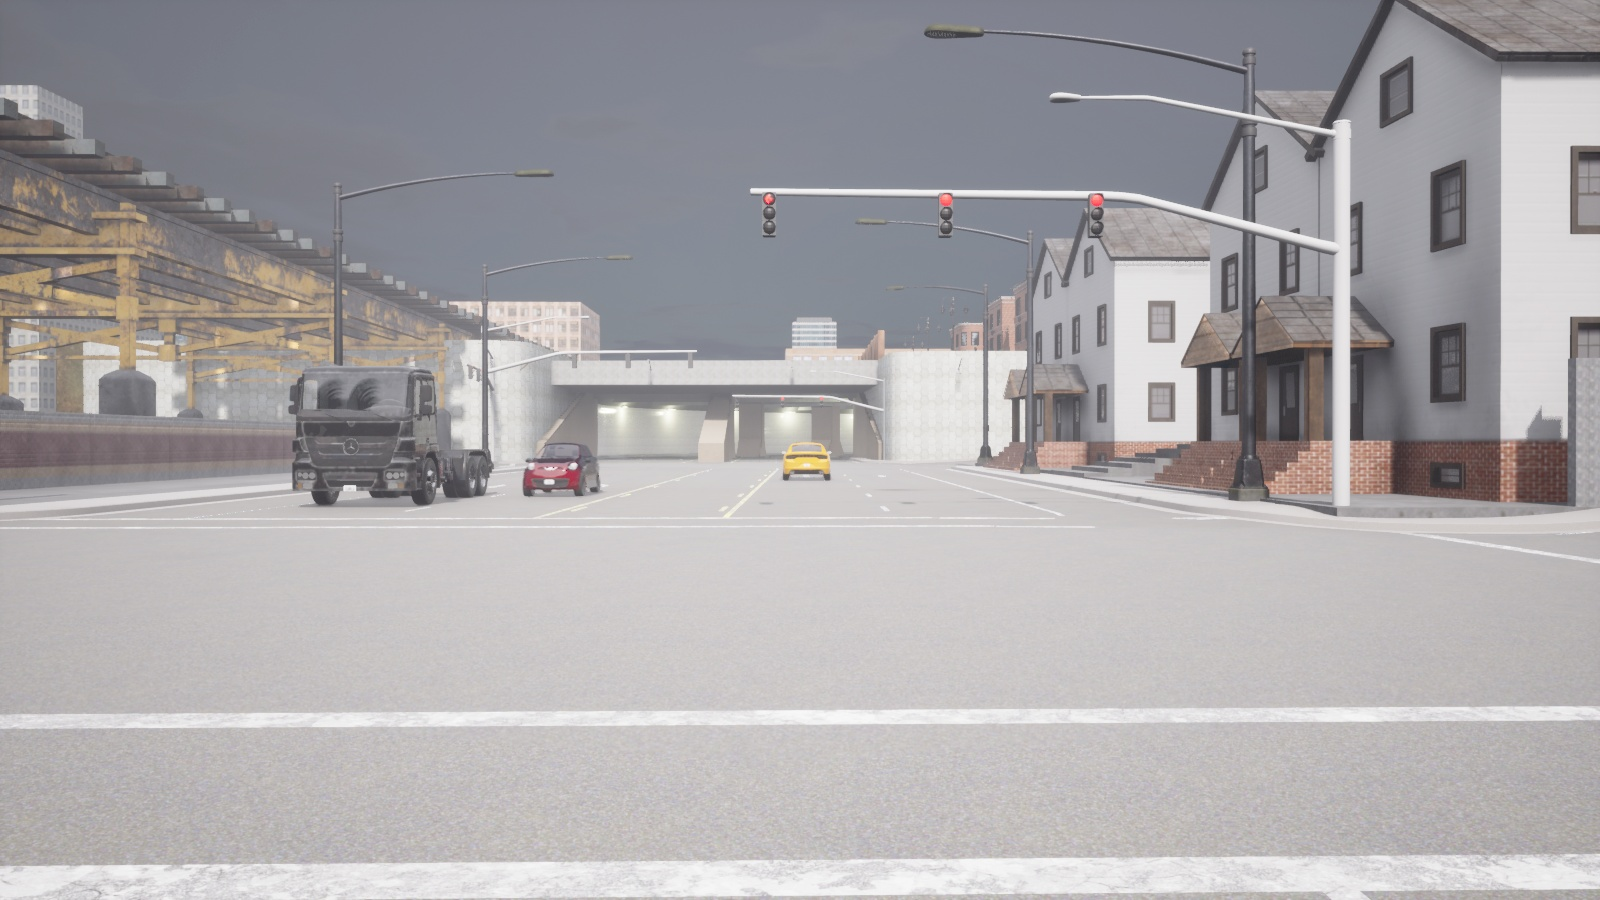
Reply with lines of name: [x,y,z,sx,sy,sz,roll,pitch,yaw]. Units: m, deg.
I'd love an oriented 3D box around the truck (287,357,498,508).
truck: [-10.319,-0.429,32.822,2.891,3.462,7.936,0,0,0]

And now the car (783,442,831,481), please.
car: [0.277,0.431,52.028,1.882,1.535,5.008,0,0,0]

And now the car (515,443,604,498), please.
car: [-6.805,0.553,35.851,1.845,1.501,3.633,0,0,0]
